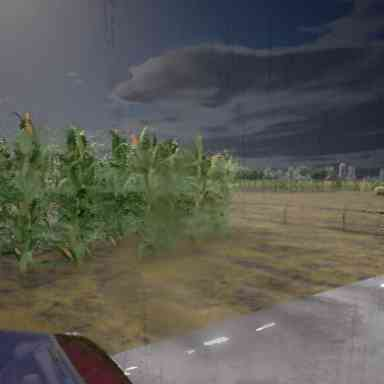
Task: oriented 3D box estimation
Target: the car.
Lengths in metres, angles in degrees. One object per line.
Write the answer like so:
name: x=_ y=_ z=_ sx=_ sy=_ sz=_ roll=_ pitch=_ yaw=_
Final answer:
car: x=-2.220 y=1.538 z=1.480 sx=4.181 sy=1.385 sz=1.994 roll=0 pitch=1 yaw=-35
